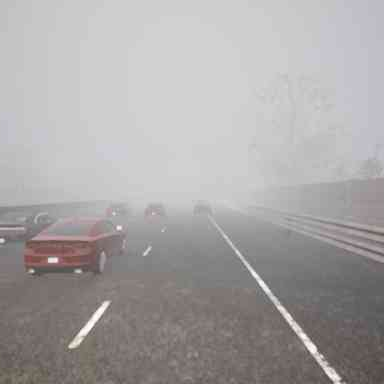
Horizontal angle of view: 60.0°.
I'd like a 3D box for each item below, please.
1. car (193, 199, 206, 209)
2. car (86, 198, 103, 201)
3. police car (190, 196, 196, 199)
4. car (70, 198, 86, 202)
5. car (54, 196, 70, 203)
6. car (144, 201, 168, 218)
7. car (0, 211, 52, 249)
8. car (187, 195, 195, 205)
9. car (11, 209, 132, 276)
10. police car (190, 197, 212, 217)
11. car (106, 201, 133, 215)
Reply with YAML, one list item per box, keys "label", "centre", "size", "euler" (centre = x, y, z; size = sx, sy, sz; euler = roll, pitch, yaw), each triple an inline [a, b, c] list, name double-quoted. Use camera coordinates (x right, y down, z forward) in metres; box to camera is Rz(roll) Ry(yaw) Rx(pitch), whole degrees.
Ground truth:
- label: "car"
  centre: [1.042, 1.779, 50.263]
  size: [1.837, 1.490, 4.892]
  euler: [0, 0, 0]
- label: "car"
  centre: [-17.522, 1.937, 61.720]
  size: [1.895, 1.301, 4.718]
  euler: [0, 0, 0]
- label: "police car"
  centre: [1.043, 1.665, 44.373]
  size: [1.930, 1.638, 5.238]
  euler: [0, 0, 0]
- label: "car"
  centre: [-21.017, 1.855, 63.707]
  size: [2.128, 1.511, 4.902]
  euler: [0, 0, 0]
- label: "car"
  centre: [-24.514, 1.700, 63.543]
  size: [2.097, 1.767, 4.553]
  euler: [0, 0, 0]
- label: "car"
  centre: [-3.406, 1.675, 31.842]
  size: [1.837, 1.490, 4.892]
  euler: [0, 0, 0]
- label: "car"
  centre: [-6.903, 1.568, 14.470]
  size: [2.128, 1.511, 4.902]
  euler: [0, 0, 0]
- label: "car"
  centre: [-0.011, 1.876, 68.130]
  size: [2.033, 1.411, 5.357]
  euler: [0, 0, 0]
- label: "car"
  centre: [-3.400, 1.534, 10.614]
  size: [1.882, 1.535, 5.008]
  euler: [0, 0, 0]
- label: "police car"
  centre: [1.045, 1.610, 34.373]
  size: [1.930, 1.638, 5.238]
  euler: [0, 0, 0]
- label: "car"
  centre: [-6.905, 1.675, 31.876]
  size: [1.837, 1.490, 4.892]
  euler: [0, 0, 0]
